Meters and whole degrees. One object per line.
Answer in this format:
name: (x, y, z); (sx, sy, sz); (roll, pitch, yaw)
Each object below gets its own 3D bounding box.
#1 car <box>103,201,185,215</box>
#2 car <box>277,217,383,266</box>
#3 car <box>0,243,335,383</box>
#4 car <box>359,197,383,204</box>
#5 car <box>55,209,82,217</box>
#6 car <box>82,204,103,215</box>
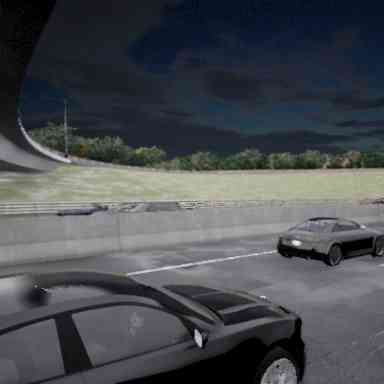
car: (-2.480, 1.346, 19.414); (4.553, 1.767, 2.097); (0, 0, -35)
car: (4.890, 1.559, 11.529); (4.181, 1.385, 1.994); (0, 0, -35)
car: (-1.016, 1.477, 3.021); (5.008, 1.535, 1.882); (0, 0, -35)
car: (26.357, 1.556, 48.522); (5.008, 1.535, 1.882); (0, 0, -35)
car: (-7.465, 1.595, 24.457); (4.718, 1.301, 1.895); (0, 0, -35)
car: (-4.420, 1.486, 22.329); (4.902, 1.511, 2.128); (0, 0, -35)
